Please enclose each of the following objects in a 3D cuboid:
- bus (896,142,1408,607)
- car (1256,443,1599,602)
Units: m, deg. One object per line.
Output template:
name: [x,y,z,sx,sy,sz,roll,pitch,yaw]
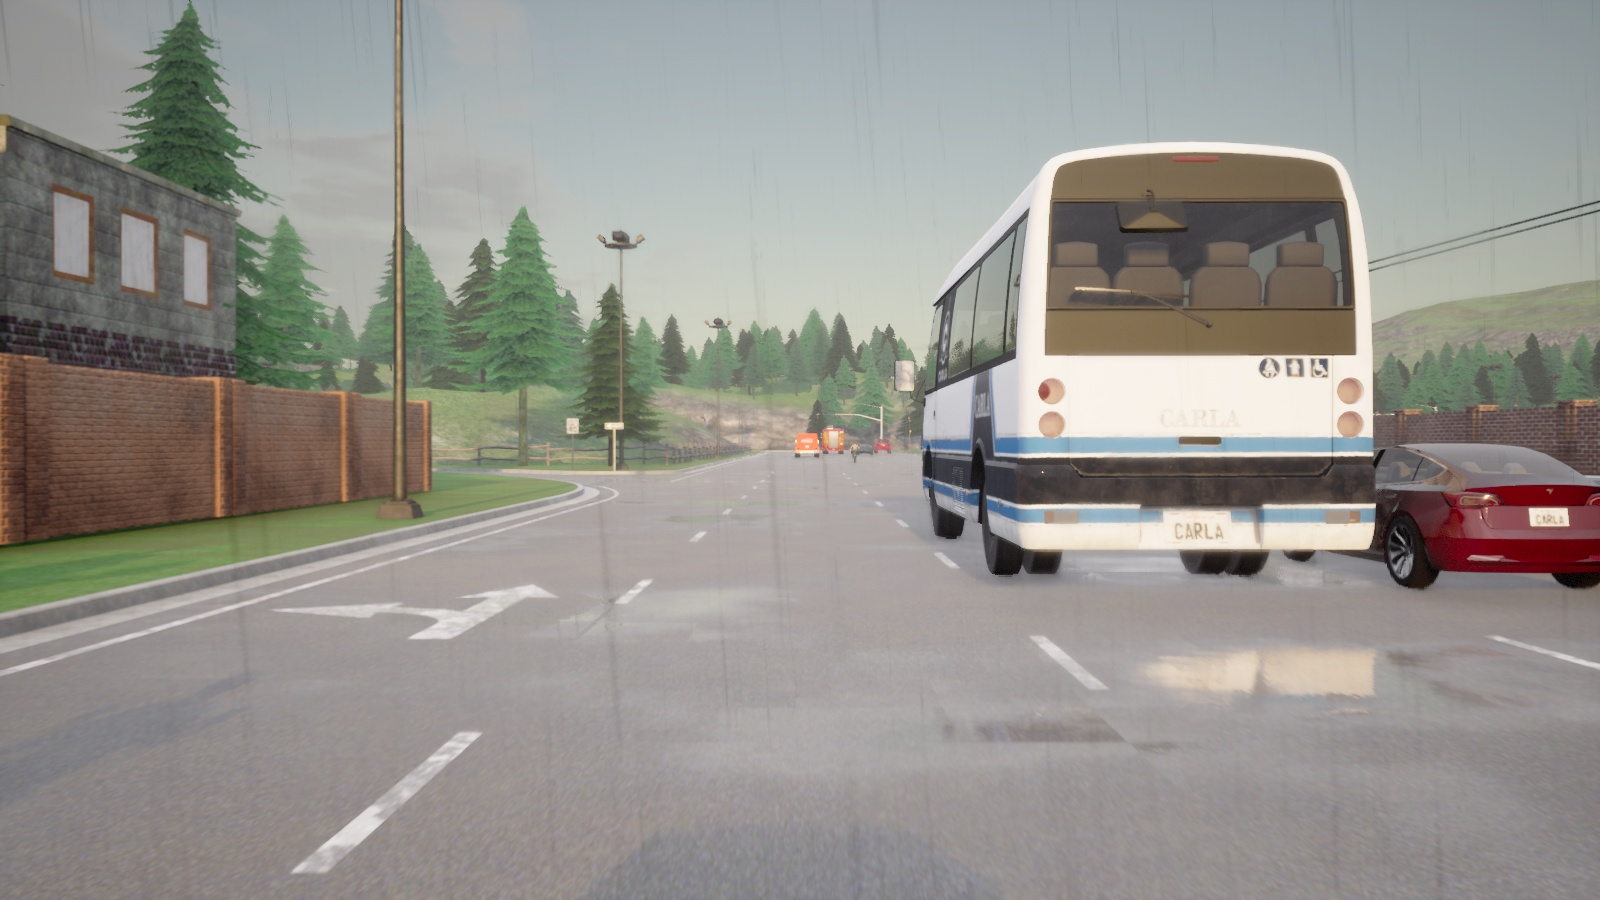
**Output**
bus: [3.611,-0.721,16.636,3.944,4.253,10.273,0,0,0]
car: [7.096,0.672,14.189,2.163,1.488,4.792,0,0,0]
